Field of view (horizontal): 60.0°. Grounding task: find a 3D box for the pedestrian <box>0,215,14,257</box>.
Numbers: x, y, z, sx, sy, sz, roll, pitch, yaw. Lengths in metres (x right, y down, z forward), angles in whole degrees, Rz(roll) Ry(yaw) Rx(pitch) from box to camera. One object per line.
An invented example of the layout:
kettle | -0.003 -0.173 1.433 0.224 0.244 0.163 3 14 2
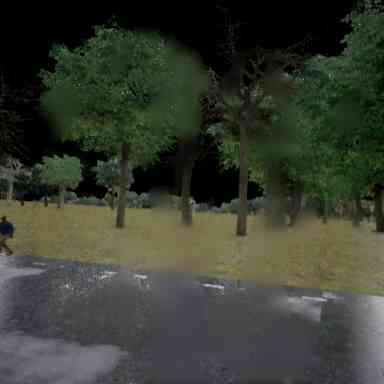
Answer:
pedestrian | -8.034 1.842 14.220 0.375 1.860 0.375 2 -3 22
